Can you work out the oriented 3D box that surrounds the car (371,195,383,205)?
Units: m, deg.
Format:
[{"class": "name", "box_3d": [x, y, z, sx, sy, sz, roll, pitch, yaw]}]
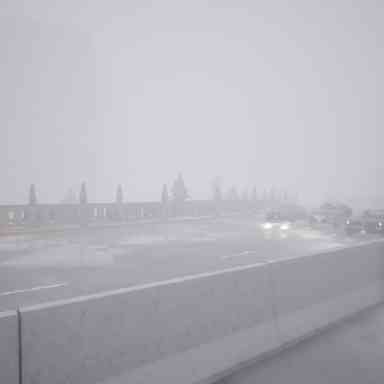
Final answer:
[{"class": "car", "box_3d": [31.089, 1.351, 54.724, 2.097, 1.767, 4.553, 0, 0, 18]}]

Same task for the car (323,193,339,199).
[{"class": "car", "box_3d": [26.043, 1.220, 62.523, 2.150, 2.045, 5.566, 0, 0, 13]}]

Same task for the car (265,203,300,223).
[{"class": "car", "box_3d": [7.294, 1.564, 25.461, 1.994, 1.385, 4.181, 0, 0, 40]}]

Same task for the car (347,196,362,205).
[{"class": "car", "box_3d": [28.717, 1.476, 59.020, 1.882, 1.535, 5.008, 0, 0, 16]}]

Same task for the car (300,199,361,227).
[{"class": "car", "box_3d": [9.567, 1.491, 22.736, 2.128, 1.511, 4.902, 0, 0, 40]}]

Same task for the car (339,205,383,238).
[{"class": "car", "box_3d": [9.757, 1.601, 17.657, 1.895, 1.301, 4.718, 0, 0, 43]}]
